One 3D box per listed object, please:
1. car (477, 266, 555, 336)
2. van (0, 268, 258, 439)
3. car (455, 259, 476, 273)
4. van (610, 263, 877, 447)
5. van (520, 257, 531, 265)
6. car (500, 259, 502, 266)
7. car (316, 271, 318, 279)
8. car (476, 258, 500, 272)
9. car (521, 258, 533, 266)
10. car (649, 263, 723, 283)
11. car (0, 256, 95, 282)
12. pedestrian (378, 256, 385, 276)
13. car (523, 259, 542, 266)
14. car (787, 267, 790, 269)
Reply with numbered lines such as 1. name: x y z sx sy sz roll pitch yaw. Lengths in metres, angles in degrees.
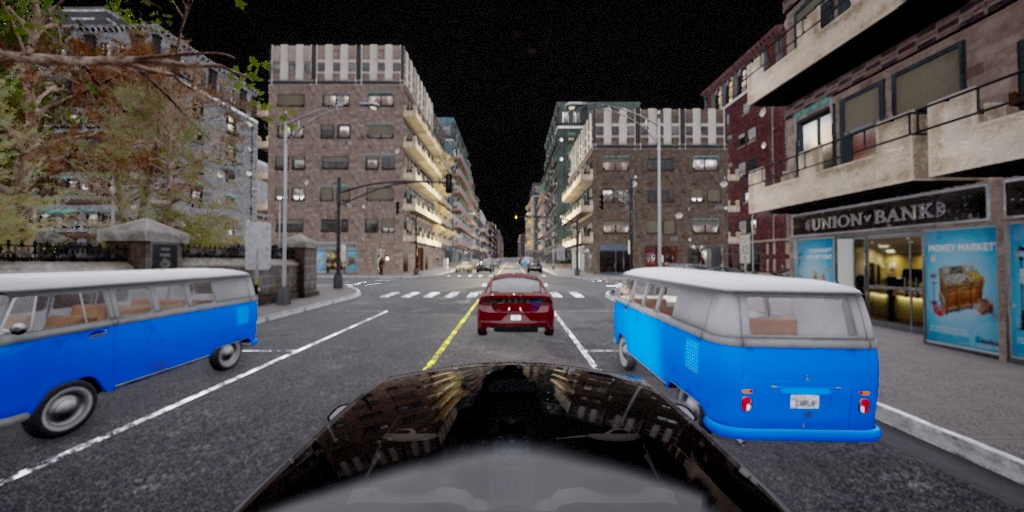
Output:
1. car: 0.090 1.227 10.475 1.882 1.535 5.008 0 0 0
2. van: -5.659 1.090 5.110 1.690 1.789 3.998 0 0 0
3. car: -5.725 1.274 42.885 1.751 1.417 4.829 0 0 0
4. van: 2.656 1.090 5.116 1.690 1.789 3.998 0 0 0
5. van: 2.641 1.090 59.990 1.690 1.789 3.998 0 0 0
6. car: -3.115 1.241 59.578 2.128 1.511 4.902 0 0 0
7. car: -16.625 1.128 25.794 4.902 1.511 2.128 0 -1 1
8. car: -3.104 1.296 43.494 2.033 1.411 5.357 0 0 4
9. car: 2.650 1.299 48.705 2.007 1.370 4.403 0 0 0
10. car: 13.772 1.354 28.667 4.902 1.511 2.128 0 -1 1
11. car: -33.716 0.897 25.988 4.553 1.767 2.097 0 -1 1
12. pedestrian: -12.568 0.955 34.491 0.375 1.860 0.375 0 -1 1
13. car: 2.655 1.314 43.063 1.948 1.339 4.313 0 0 0
14. car: 24.886 1.536 31.116 4.313 1.339 1.948 0 0 1
